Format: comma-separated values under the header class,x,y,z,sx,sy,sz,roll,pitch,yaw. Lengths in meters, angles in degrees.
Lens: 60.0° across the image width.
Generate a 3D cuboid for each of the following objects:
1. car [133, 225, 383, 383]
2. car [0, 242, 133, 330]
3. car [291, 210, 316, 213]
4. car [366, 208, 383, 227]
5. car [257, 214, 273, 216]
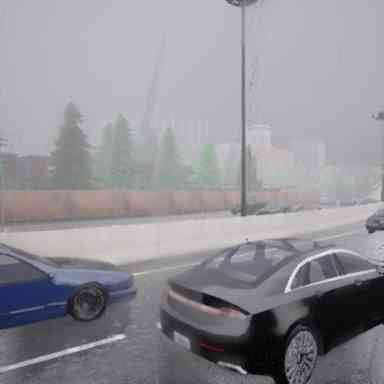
class,x,y,z,sx,sy,sz,roll,pitch,yaw
car,1.792,1.517,5.378,4.902,1.511,2.128,0,0,-38
car,-3.650,1.582,5.530,5.357,1.411,2.033,0,0,-36
car,9.416,1.726,27.572,1.895,1.301,4.718,0,0,40
car,11.591,1.627,19.136,2.033,1.411,5.357,0,0,42
car,8.158,1.695,31.556,2.033,1.411,5.357,0,0,39
